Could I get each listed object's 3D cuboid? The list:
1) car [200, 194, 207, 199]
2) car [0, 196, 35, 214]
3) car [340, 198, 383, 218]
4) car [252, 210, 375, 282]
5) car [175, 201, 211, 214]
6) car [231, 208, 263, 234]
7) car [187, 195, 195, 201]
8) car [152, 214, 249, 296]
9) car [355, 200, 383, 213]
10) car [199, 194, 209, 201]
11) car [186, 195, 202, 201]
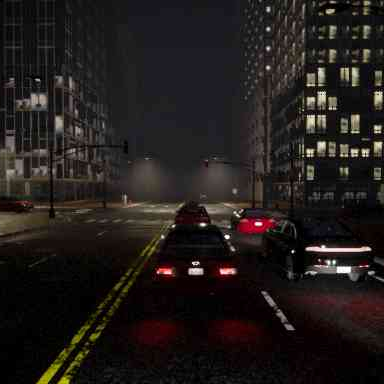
[{"bbox_3d":[3.035,1.266,91.421,1.812,1.442,4.674,0,0,0],"label":"car"},{"bbox_3d":[-18.286,1.207,33.311,4.553,1.767,2.097,1,1,1],"label":"car"},{"bbox_3d":[16.131,1.519,30.245,5.009,1.841,2.192,1,0,1],"label":"car"},{"bbox_3d":[3.326,1.487,9.694,2.128,1.511,4.902,0,0,0],"label":"car"},{"bbox_3d":[0.061,1.468,18.599,1.882,1.535,5.008,0,0,1],"label":"car"},{"bbox_3d":[3.306,1.554,18.494,1.994,1.385,4.181,0,0,0],"label":"car"},{"bbox_3d":[-0.189,1.480,80.383,1.994,1.385,4.181,0,0,0],"label":"car"},{"bbox_3d":[0.081,1.544,8.779,2.033,1.411,5.357,0,0,0],"label":"car"},{"bbox_3d":[21.720,1.642,38.545,4.829,1.417,1.752,1,0,1],"label":"car"},{"bbox_3d":[3.059,1.513,81.449,1.895,1.301,4.718,0,0,0],"label":"car"},{"bbox_3d":[0.072,1.568,48.950,1.895,1.301,4.718,0,0,-1],"label":"car"}]
